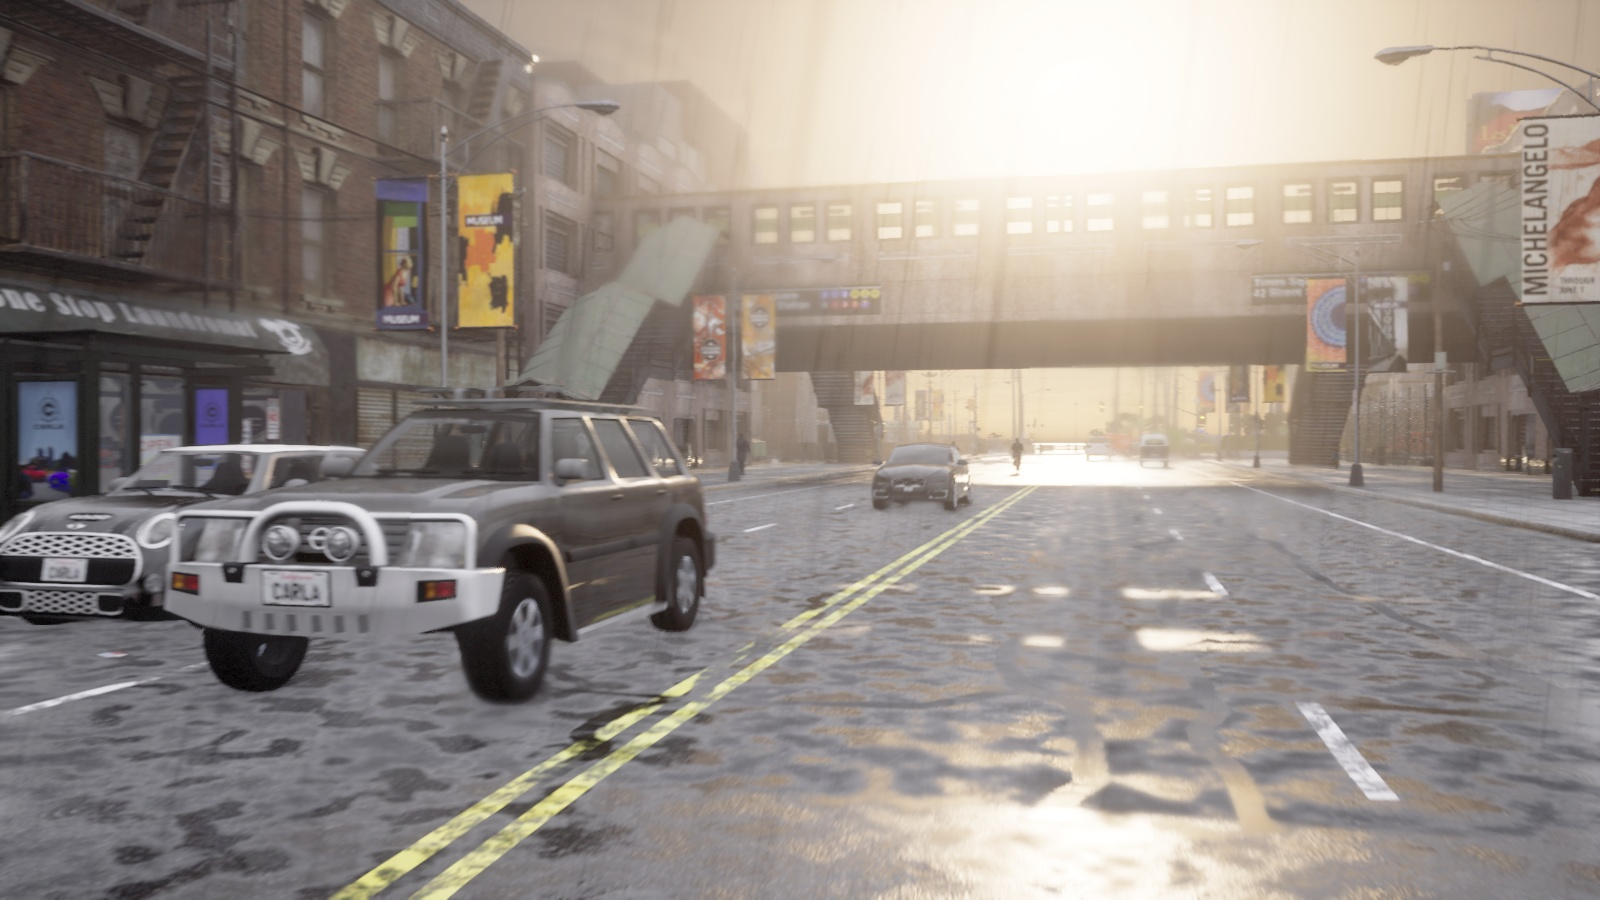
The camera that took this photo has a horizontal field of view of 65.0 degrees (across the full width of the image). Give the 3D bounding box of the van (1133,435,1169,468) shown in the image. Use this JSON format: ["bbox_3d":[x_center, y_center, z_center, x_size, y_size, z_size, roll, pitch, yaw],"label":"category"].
[{"bbox_3d":[22.275,0.063,79.816,2.069,2.038,4.480,0,0,14],"label":"van"}]

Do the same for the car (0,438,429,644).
[{"bbox_3d":[-5.161,0.639,11.088,1.970,1.475,3.806,0,0,13],"label":"car"}]

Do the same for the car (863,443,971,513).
[{"bbox_3d":[2.822,0.591,29.364,1.837,1.490,4.892,0,0,13],"label":"car"}]

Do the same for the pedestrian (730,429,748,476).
[{"bbox_3d":[-2.462,0.112,50.528,0.563,1.883,0.849,0,0,9],"label":"pedestrian"}]

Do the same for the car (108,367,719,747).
[{"bbox_3d":[-2.152,0.510,8.597,1.932,1.855,4.605,0,0,13],"label":"car"}]
